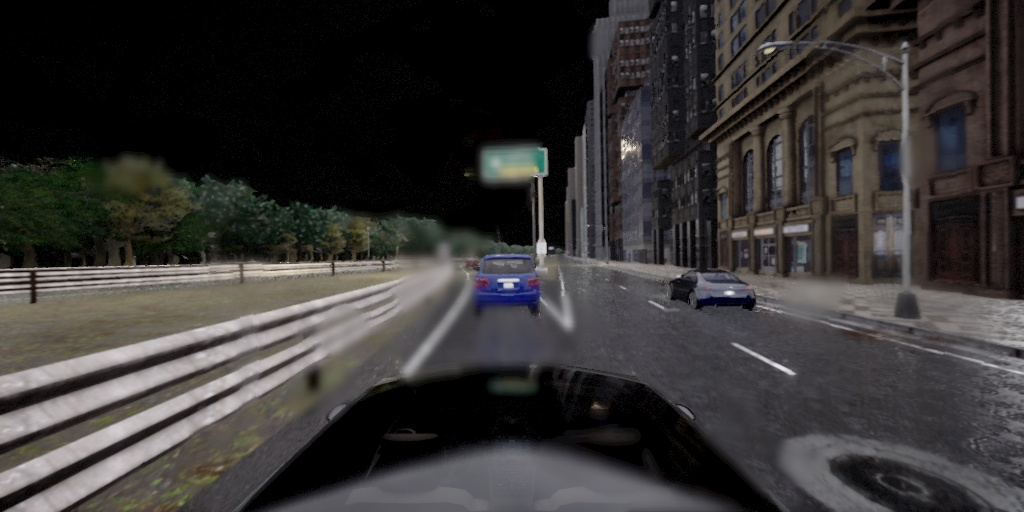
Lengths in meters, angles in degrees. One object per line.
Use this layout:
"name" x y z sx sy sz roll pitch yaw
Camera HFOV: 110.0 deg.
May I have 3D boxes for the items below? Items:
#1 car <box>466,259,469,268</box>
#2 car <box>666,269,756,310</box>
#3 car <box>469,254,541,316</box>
"car" -6.530 1.186 59.289 1.882 1.535 5.008 -1 0 -8
"car" 7.498 1.196 13.930 1.994 1.385 4.181 -1 0 7
"car" -0.239 0.931 13.388 2.150 2.045 5.566 -1 1 -3
